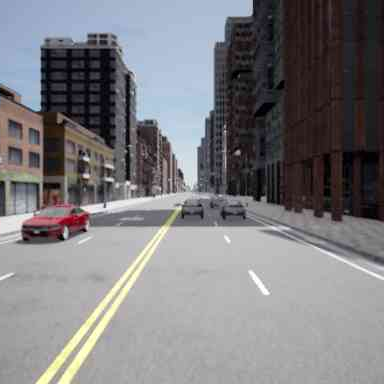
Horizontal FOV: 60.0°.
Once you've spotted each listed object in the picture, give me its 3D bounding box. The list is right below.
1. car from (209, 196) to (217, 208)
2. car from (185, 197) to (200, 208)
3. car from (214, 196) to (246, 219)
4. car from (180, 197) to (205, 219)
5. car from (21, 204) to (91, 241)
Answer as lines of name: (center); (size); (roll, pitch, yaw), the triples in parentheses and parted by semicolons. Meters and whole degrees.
car: (3.320, 1.303, 43.939); (2.128, 1.511, 4.902); (0, 0, 0)
car: (0.076, 1.369, 45.001); (1.994, 1.385, 4.181); (0, 0, 0)
car: (3.268, 1.378, 27.479); (2.128, 1.511, 4.902); (0, 0, 0)
car: (0.038, 1.376, 28.025); (2.128, 1.511, 4.902); (0, 0, 0)
car: (-6.561, 1.411, 16.538); (1.882, 1.535, 5.008); (0, 0, 0)
